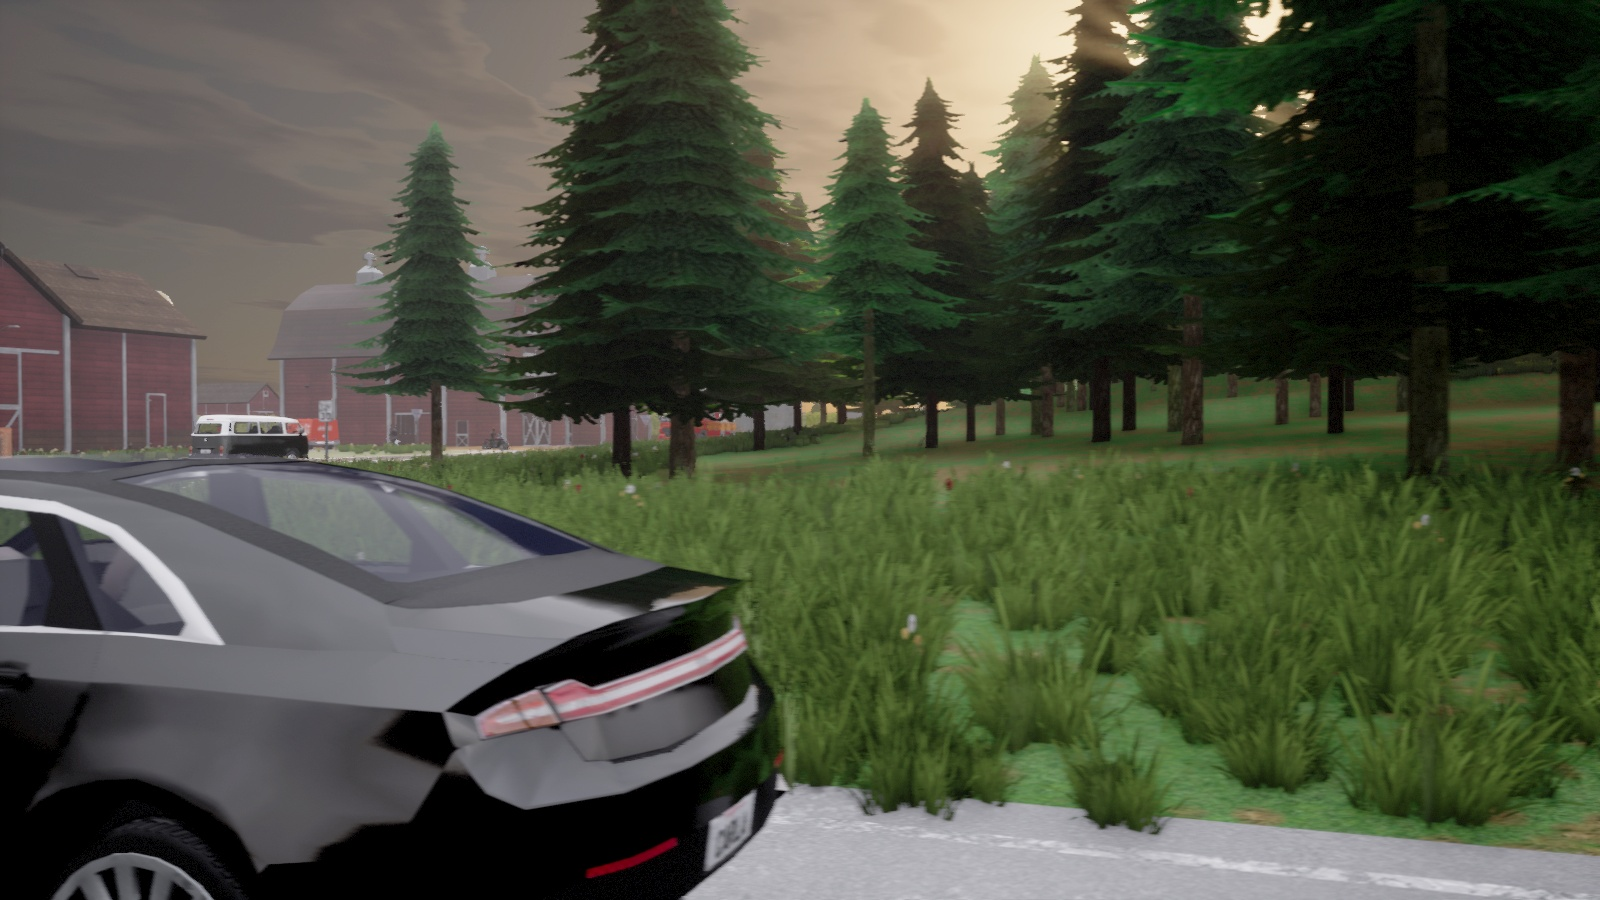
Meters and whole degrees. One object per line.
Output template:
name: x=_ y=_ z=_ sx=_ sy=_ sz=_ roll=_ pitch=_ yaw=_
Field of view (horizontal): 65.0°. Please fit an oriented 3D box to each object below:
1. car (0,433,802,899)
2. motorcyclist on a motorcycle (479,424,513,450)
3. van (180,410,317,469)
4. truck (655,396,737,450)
car: x=-2.658 y=0.707 z=4.087 sx=4.902 sy=1.511 sz=2.128 roll=1 pitch=1 yaw=19
motorcyclist on a motorcycle: x=-19.736 y=-0.836 z=81.465 sx=2.350 sy=1.649 sz=0.766 roll=1 pitch=1 yaw=34
van: x=-19.995 y=-0.398 z=45.740 sx=2.069 sy=2.038 sz=4.480 roll=1 pitch=1 yaw=19
truck: x=-7.613 y=-2.000 z=93.262 sx=2.891 sy=3.827 sz=8.468 roll=1 pitch=1 yaw=19
